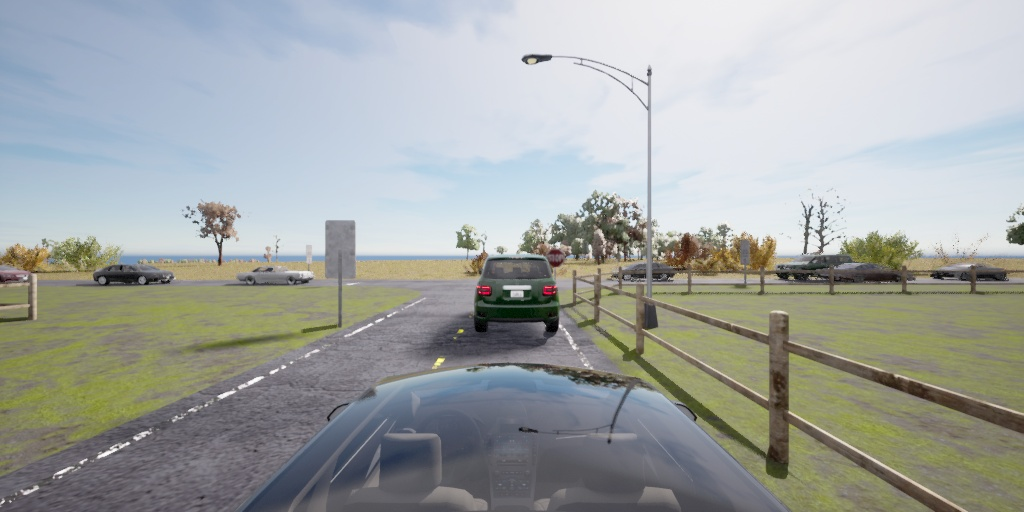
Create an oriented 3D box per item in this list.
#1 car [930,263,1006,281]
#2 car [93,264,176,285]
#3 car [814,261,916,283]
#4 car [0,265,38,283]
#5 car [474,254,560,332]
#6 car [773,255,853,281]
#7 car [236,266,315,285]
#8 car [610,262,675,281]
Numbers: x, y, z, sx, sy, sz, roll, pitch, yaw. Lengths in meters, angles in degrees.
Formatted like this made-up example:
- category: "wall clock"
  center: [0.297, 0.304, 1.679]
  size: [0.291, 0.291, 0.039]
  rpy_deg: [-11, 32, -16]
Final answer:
- category: "car"
  center: [36.089, 1.236, 28.451]
  size: [4.181, 1.385, 1.994]
  rpy_deg: [0, 0, 1]
- category: "car"
  center: [-27.503, 1.327, 26.175]
  size: [4.892, 1.490, 1.837]
  rpy_deg: [0, 0, 1]
- category: "car"
  center: [25.303, 1.235, 25.646]
  size: [5.357, 1.411, 2.033]
  rpy_deg: [0, 0, 0]
- category: "car"
  center: [-37.908, 1.379, 26.295]
  size: [4.674, 1.442, 1.812]
  rpy_deg: [0, 0, 1]
- category: "car"
  center: [0.123, 0.971, 10.942]
  size: [2.150, 2.045, 5.566]
  rpy_deg: [0, 0, 0]
- category: "car"
  center: [24.084, 0.912, 28.590]
  size: [5.566, 2.045, 2.150]
  rpy_deg: [0, 0, 1]
- category: "car"
  center: [-17.040, 1.393, 26.064]
  size: [4.718, 1.301, 1.895]
  rpy_deg: [0, 0, 1]
- category: "car"
  center: [10.400, 1.223, 28.733]
  size: [4.892, 1.490, 1.837]
  rpy_deg: [0, 0, 1]
